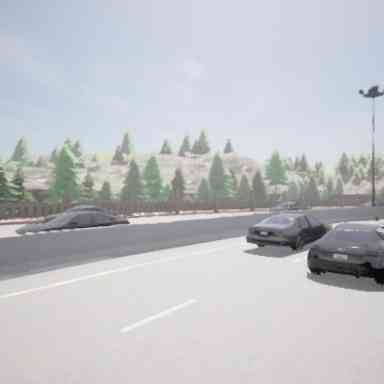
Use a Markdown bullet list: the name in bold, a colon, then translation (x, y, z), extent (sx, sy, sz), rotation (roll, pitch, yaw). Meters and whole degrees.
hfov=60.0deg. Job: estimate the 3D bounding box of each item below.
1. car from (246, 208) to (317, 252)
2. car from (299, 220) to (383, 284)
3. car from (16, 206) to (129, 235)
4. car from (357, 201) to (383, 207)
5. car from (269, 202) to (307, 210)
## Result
- **car**: translation (4.513, 1.658, 14.676), extent (2.033, 1.411, 5.357), rotation (-1, -1, 43)
- **car**: translation (5.109, 1.636, 10.019), extent (1.994, 1.385, 4.181), rotation (0, -1, 41)
- **car**: translation (-5.024, 1.591, 14.590), extent (1.882, 1.535, 5.008), rotation (-1, -1, 40)
- **car**: translation (26.074, 1.967, 47.575), extent (5.357, 1.411, 2.033), rotation (0, -1, -25)
- **car**: translation (9.688, 1.789, 33.529), extent (4.892, 1.490, 1.837), rotation (0, -1, -36)
